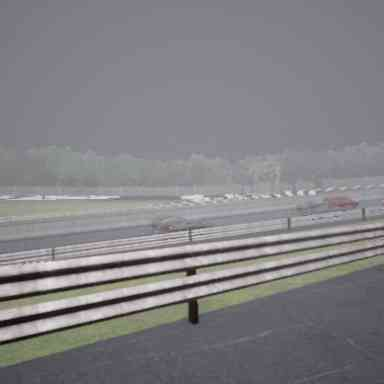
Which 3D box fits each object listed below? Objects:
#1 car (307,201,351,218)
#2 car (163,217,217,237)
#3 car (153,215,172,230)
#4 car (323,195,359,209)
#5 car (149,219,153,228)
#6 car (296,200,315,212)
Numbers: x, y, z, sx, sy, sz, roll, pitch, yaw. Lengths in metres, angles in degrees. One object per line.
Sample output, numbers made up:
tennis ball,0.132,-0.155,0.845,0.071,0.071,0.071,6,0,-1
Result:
car,16.423,2.219,39.871,4.181,1.385,1.994,-4,2,-25
car,0.135,3.368,32.157,4.902,1.511,2.128,-4,2,-25
car,-1.365,3.341,35.319,4.674,1.442,1.812,-4,2,-25
car,20.337,1.469,45.594,5.566,2.045,2.150,-4,2,-25
car,-2.863,3.343,38.482,4.181,1.385,1.994,-4,2,-25
car,17.031,1.905,47.904,4.181,1.385,1.994,-4,2,-25
